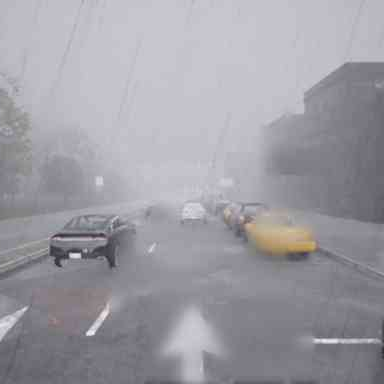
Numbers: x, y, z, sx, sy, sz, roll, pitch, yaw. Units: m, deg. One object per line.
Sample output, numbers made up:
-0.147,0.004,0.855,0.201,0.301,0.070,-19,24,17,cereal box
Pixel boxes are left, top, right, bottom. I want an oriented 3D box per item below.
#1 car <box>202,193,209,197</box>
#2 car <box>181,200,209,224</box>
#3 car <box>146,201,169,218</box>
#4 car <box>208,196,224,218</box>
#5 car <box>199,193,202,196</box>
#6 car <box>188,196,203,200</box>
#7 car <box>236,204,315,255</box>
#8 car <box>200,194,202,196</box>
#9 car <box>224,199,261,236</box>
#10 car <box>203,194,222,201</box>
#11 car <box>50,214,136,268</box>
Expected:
3.263,1.440,57.483,2.185,1.767,4.553,0,0,0,car
0.127,1.564,25.312,1.812,1.442,4.674,0,0,0,car
-3.135,1.572,30.738,1.812,1.442,4.674,0,0,0,car
3.255,1.534,35.282,2.231,1.521,4.892,0,0,0,car
3.270,1.347,79.518,2.435,2.045,5.566,0,0,0,car
0.132,1.568,42.154,1.837,1.490,4.892,0,0,0,car
3.239,1.497,13.371,1.946,1.575,5.366,0,0,0,car
3.323,1.586,70.096,2.231,1.521,4.892,0,0,1,car
3.248,1.383,18.681,2.185,1.767,4.553,0,0,0,car
3.261,1.555,52.174,1.946,1.575,5.366,0,0,0,car
-3.138,1.508,11.381,2.128,1.511,4.902,0,0,0,car
